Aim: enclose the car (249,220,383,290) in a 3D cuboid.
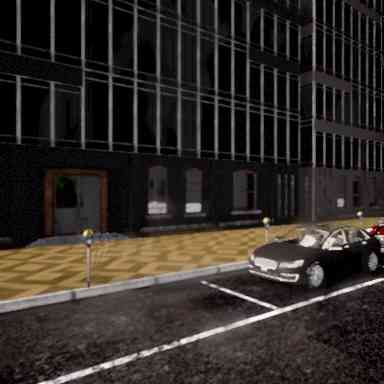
[{"bbox_3d":[3.473,1.559,9.039,4.403,1.369,2.008,0,0,-36],"label":"car"}]
